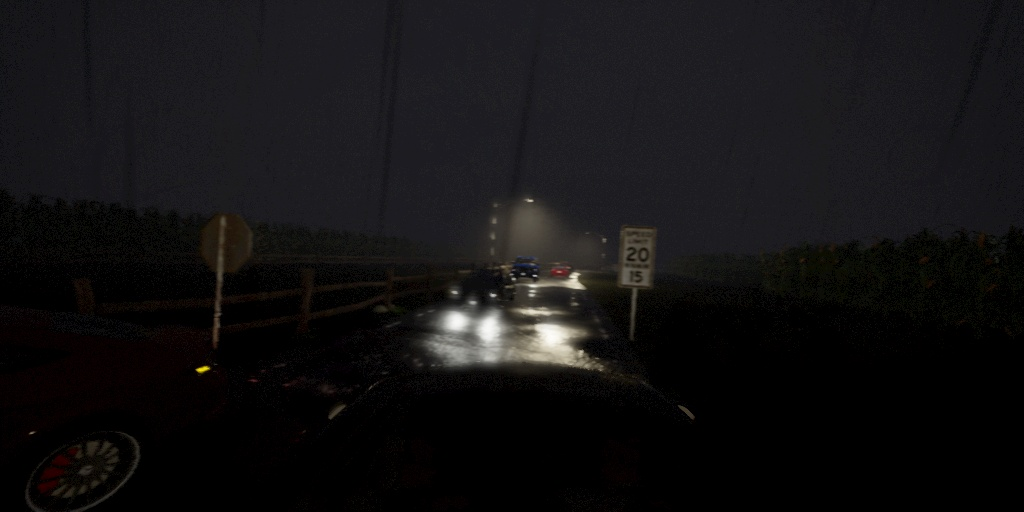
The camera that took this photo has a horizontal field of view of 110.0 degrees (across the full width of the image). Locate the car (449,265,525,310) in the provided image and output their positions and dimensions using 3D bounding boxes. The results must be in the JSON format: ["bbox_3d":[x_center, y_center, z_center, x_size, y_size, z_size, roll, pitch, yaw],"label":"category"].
[{"bbox_3d":[-0.936,1.241,14.901,2.033,1.411,5.357,4,0,8],"label":"car"}]

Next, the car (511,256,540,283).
[{"bbox_3d":[1.210,1.069,30.639,2.150,2.045,5.566,4,0,7],"label":"car"}]

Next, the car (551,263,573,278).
[{"bbox_3d":[5.543,1.707,40.725,1.994,1.385,4.181,4,0,10],"label":"car"}]

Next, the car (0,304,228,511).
[{"bbox_3d":[-4.231,0.995,1.695,1.812,1.442,4.674,4,0,27],"label":"car"}]
